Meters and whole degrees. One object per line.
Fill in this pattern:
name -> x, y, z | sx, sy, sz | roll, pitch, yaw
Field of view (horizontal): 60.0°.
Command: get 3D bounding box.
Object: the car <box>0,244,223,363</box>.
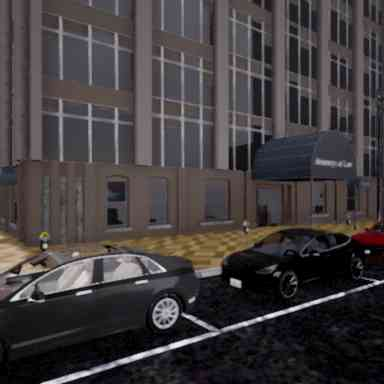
car -> -1.897, 1.563, 5.216 | 4.403, 1.369, 2.008 | 1, -1, -35

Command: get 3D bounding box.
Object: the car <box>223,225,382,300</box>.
car -> 2.730, 1.630, 8.516 | 4.313, 1.339, 1.947 | 1, -1, -35

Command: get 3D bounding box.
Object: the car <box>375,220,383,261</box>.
car -> 7.357, 1.660, 11.817 | 4.507, 1.381, 1.887 | 1, -1, -35
